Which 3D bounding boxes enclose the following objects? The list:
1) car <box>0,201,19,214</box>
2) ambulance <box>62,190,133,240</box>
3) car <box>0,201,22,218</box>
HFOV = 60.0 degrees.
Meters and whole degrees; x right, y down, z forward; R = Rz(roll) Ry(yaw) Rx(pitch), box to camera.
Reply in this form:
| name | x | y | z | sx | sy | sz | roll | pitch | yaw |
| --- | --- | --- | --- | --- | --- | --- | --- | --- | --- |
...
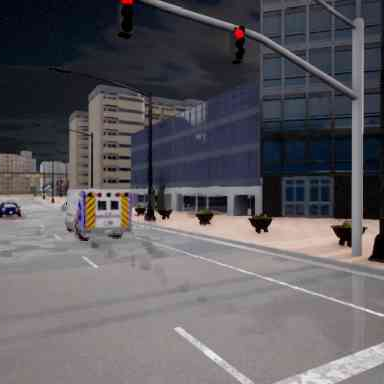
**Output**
| name | x | y | z | sx | sy | sz | roll | pitch | yaw |
| --- | --- | --- | --- | --- | --- | --- | --- | --- | --- |
| car | -24.484 | 1.995 | 44.429 | 2.128 | 1.511 | 4.902 | 0 | -1 | -30 |
| ambulance | -5.307 | 1.151 | 17.876 | 2.351 | 2.431 | 6.366 | 0 | -1 | -30 |
| car | -19.379 | 1.905 | 35.569 | 1.812 | 1.442 | 4.674 | 0 | -1 | -29 |
